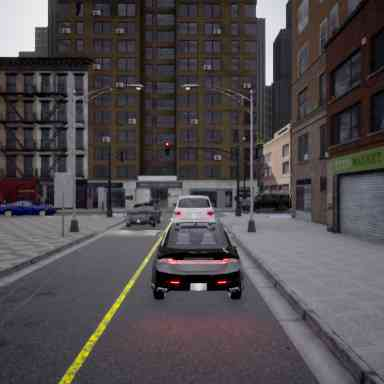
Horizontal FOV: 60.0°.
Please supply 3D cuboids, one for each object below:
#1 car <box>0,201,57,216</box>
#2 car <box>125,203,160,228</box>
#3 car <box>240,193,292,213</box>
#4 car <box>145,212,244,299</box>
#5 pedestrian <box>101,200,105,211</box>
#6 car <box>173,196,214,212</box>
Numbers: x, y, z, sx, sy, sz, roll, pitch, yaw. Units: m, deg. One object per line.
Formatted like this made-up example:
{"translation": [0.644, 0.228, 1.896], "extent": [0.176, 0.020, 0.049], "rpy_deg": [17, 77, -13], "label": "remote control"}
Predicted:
{"translation": [-15.472, 1.576, 31.624], "extent": [5.008, 1.535, 1.882], "rpy_deg": [0, 0, -2], "label": "car"}
{"translation": [-3.159, 1.496, 22.156], "extent": [1.837, 1.490, 4.892], "rpy_deg": [-1, 0, 1], "label": "car"}
{"translation": [7.698, 1.131, 34.940], "extent": [5.566, 2.045, 2.150], "rpy_deg": [-1, 0, -4], "label": "car"}
{"translation": [0.101, 1.490, 8.407], "extent": [2.128, 1.511, 4.902], "rpy_deg": [0, 0, 0], "label": "car"}
{"translation": [-10.156, 1.496, 37.932], "extent": [0.375, 1.300, 0.375], "rpy_deg": [0, 0, -1], "label": "pedestrian"}
{"translation": [0.100, 1.214, 18.861], "extent": [2.150, 2.045, 5.566], "rpy_deg": [0, 0, 0], "label": "car"}
